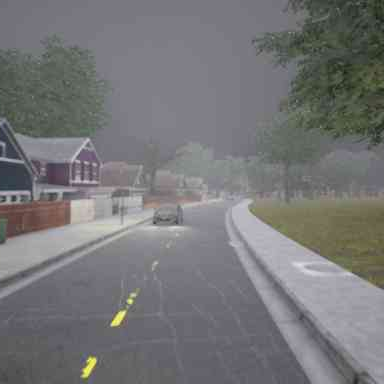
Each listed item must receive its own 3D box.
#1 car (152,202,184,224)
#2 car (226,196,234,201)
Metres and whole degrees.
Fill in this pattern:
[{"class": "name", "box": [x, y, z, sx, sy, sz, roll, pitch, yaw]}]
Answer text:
[{"class": "car", "box": [-1.704, 1.540, 24.929, 1.837, 1.490, 4.892, 0, 0, 5]}, {"class": "car", "box": [10.326, 1.686, 89.964, 1.882, 1.535, 5.008, 0, 0, 9]}]
